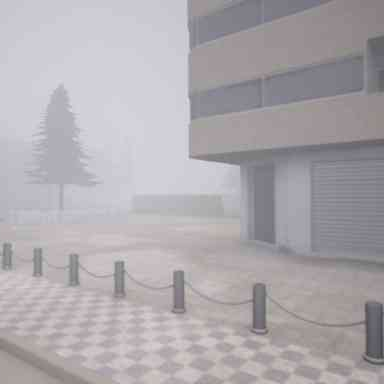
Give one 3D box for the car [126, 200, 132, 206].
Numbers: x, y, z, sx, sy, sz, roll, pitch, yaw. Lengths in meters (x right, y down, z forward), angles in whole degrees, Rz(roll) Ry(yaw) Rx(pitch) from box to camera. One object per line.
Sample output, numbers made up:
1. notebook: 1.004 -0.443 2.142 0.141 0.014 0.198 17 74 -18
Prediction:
1. car: -10.832 1.962 64.875 1.812 1.442 4.674 -1 -1 36
